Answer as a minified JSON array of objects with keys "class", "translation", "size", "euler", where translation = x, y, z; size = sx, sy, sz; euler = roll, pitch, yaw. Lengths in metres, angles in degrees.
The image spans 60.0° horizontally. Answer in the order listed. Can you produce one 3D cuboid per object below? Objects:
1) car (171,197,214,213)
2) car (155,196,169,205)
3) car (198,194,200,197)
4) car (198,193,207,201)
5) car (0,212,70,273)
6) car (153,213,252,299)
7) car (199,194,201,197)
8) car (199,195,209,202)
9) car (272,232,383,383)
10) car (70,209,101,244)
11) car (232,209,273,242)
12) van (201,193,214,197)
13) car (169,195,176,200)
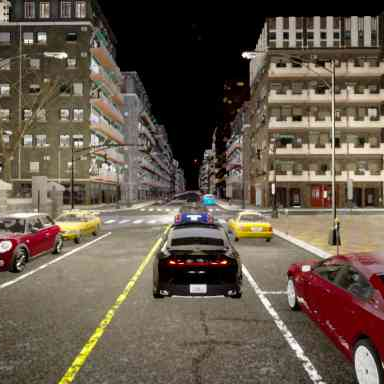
[{"class":"car","translation":[0.134,1.354,18.718],"size":[2.097,1.767,4.553],"euler":[0,0,1]},{"class":"car","translation":[-5.635,1.556,59.796],"size":[1.802,1.307,4.206],"euler":[1,0,0]},{"class":"car","translation":[2.749,1.534,65.404],"size":[1.947,1.339,4.313],"euler":[1,0,0]},{"class":"car","translation":[2.770,1.249,88.088],"size":[2.192,1.841,5.009],"euler":[1,0,0]},{"class":"car","translation":[-5.672,1.442,10.478],"size":[1.967,1.590,4.097],"euler":[1,0,0]},{"class":"car","translation":[0.109,1.506,8.458],"size":[1.837,1.490,4.892],"euler":[0,0,0]},{"class":"car","translation":[2.745,1.519,59.734],"size":[1.887,1.381,4.507],"euler":[1,0,0]},{"class":"car","translation":[2.759,1.503,76.746],"size":[2.008,1.369,4.403],"euler":[1,0,0]},{"class":"car","translation":[2.703,1.546,4.835],"size":[1.887,1.381,4.507],"euler":[1,0,0]},{"class":"car","translation":[-5.669,1.527,15.923],"size":[1.752,1.417,4.829],"euler":[1,0,0]},{"class":"car","translation":[2.712,1.527,16.239],"size":[1.752,1.417,4.829],"euler":[1,0,0]},{"class":"van","translation":[2.744,1.321,54.061],"size":[1.690,1.788,3.998],"euler":[1,0,0]},{"class":"car","translation":[-5.613,1.516,88.152],"size":[1.802,1.307,4.206],"euler":[1,0,0]}]
